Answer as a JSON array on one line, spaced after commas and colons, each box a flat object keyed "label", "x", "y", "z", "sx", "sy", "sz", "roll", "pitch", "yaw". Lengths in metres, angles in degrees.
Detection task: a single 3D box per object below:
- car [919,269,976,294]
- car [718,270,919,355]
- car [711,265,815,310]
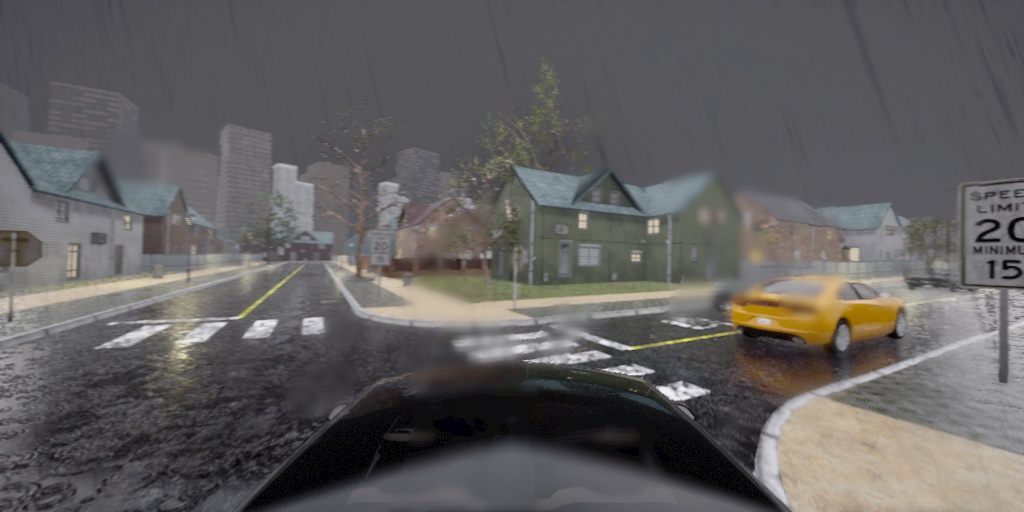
[{"label": "car", "x": 25.245, "y": 1.438, "z": 21.021, "sx": 4.718, "sy": 1.301, "sz": 1.895, "roll": 0, "pitch": 0, "yaw": -27}, {"label": "car", "x": 7.575, "y": 1.246, "z": 8.769, "sx": 5.008, "sy": 1.535, "sz": 1.882, "roll": 0, "pitch": 0, "yaw": -27}, {"label": "car", "x": 9.324, "y": 1.124, "z": 12.867, "sx": 4.553, "sy": 1.767, "sz": 2.097, "roll": 0, "pitch": 0, "yaw": -27}]
